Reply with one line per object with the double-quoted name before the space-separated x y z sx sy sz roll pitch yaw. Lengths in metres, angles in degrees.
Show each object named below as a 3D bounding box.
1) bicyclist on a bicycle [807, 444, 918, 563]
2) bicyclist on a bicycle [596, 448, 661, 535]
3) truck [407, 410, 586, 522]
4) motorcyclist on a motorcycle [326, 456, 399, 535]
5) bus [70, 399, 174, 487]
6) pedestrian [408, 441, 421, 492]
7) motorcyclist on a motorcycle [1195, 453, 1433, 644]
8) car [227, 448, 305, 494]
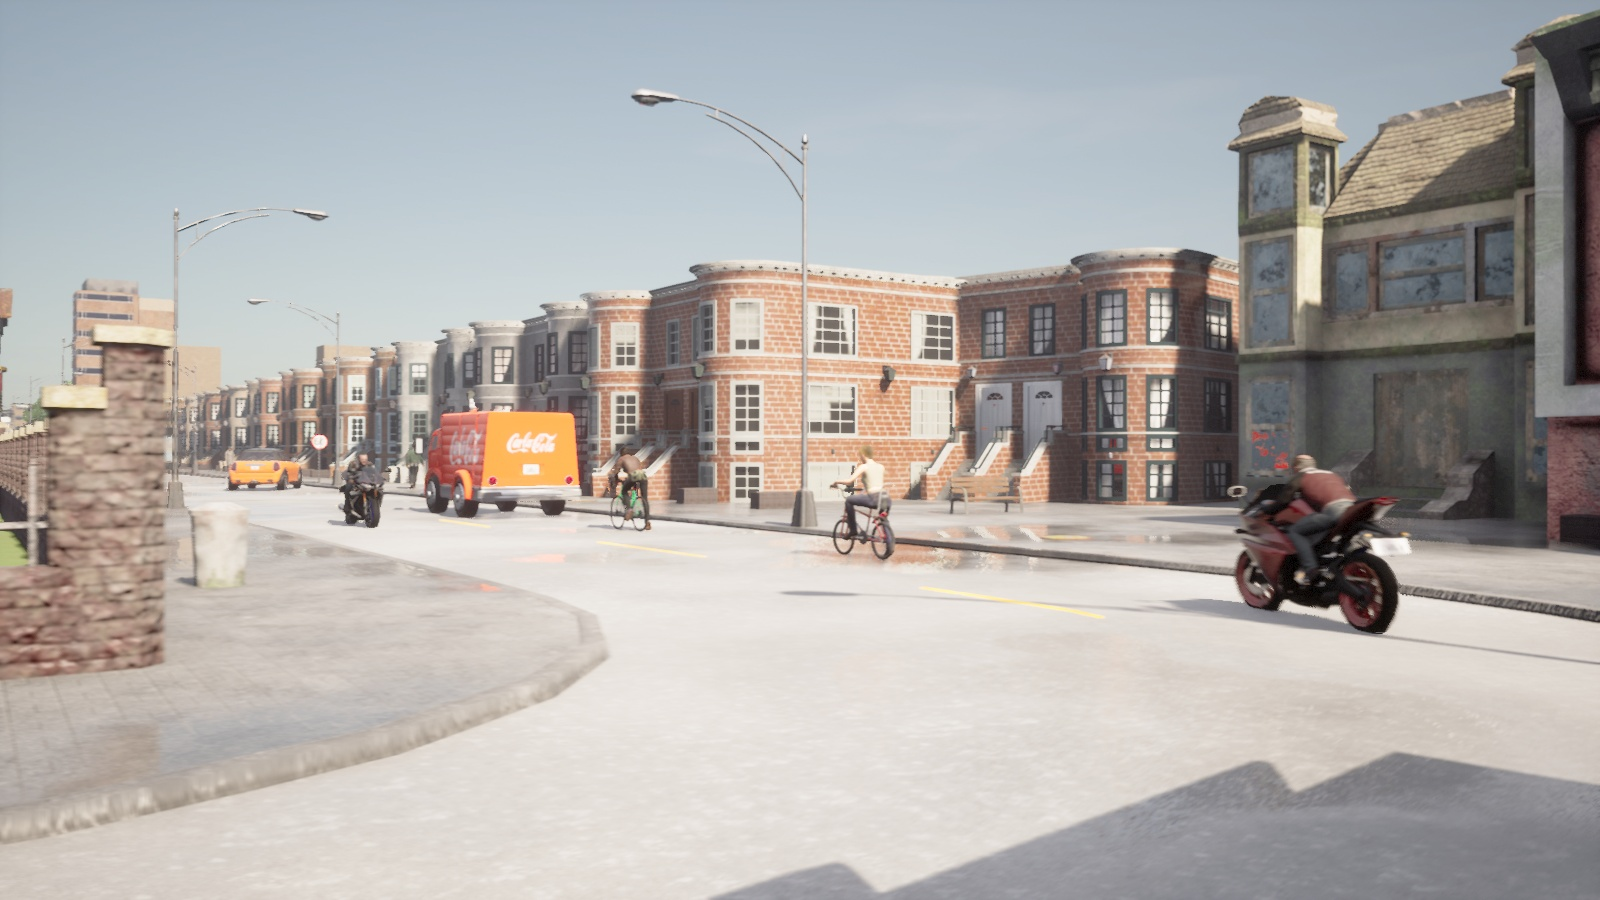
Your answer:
"bicyclist on a bicycle" 0.874 0.731 17.929 0.866 1.612 1.509 0 0 -33
"bicyclist on a bicycle" -3.331 0.780 24.312 0.582 1.620 1.656 0 0 -34
"truck" -7.491 0.372 30.569 2.627 2.467 5.204 0 0 -33
"motorcyclist on a motorcycle" -8.875 0.883 25.433 0.866 1.530 2.191 0 0 -34
"bus" -35.560 -0.324 65.616 3.944 4.253 10.273 0 0 -33
"pedestrian" -14.937 0.646 48.706 0.423 1.949 0.788 0 0 -14
"motorcyclist on a motorcycle" 4.552 0.800 11.348 0.866 1.530 2.191 -1 0 -13
"car" -21.809 0.825 51.476 2.097 1.767 4.553 0 0 -12
